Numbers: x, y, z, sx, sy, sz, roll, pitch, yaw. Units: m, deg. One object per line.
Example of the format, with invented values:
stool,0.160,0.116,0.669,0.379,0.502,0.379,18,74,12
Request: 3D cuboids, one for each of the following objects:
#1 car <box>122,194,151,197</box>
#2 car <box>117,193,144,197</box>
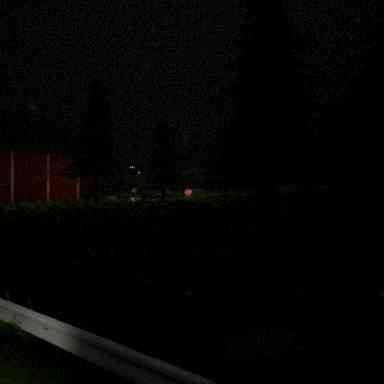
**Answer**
car,-9.155,1.522,55.458,1.994,1.385,4.181,0,0,35
car,-10.731,1.168,59.410,2.150,2.045,5.566,0,0,36
